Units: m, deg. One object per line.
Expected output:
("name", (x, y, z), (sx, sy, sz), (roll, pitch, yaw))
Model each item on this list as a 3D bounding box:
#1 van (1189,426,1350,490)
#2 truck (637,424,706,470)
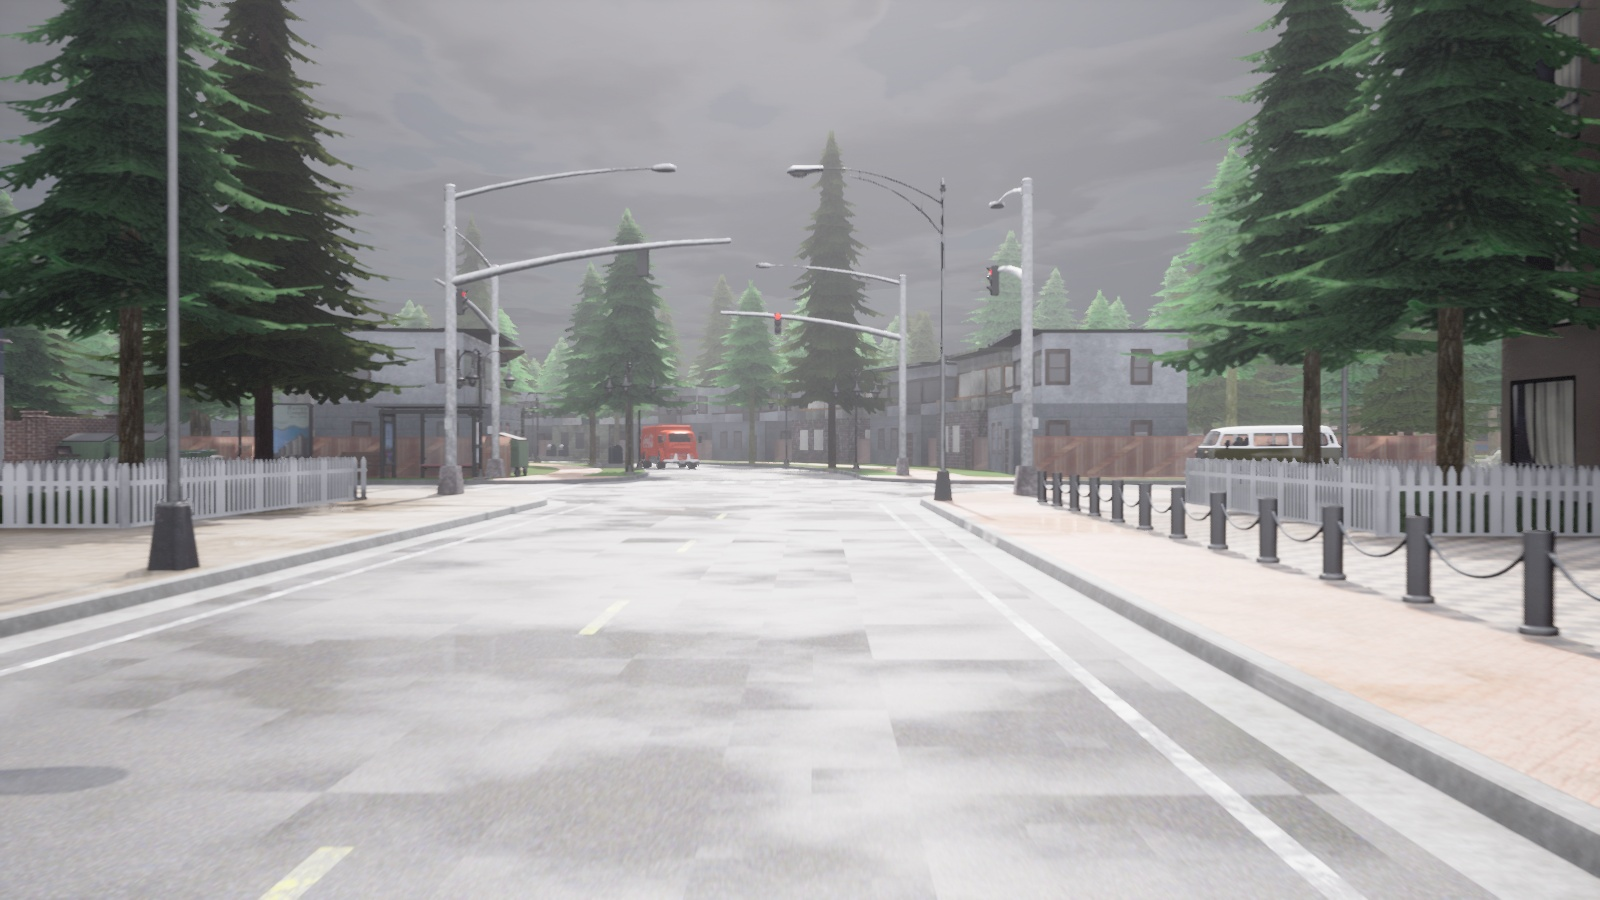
("van", (15.258, 0.236, 40.976), (4.480, 2.038, 2.069), (0, 0, 2))
("truck", (-7.337, -0.182, 71.222), (2.627, 2.467, 5.204), (0, 0, -20))
